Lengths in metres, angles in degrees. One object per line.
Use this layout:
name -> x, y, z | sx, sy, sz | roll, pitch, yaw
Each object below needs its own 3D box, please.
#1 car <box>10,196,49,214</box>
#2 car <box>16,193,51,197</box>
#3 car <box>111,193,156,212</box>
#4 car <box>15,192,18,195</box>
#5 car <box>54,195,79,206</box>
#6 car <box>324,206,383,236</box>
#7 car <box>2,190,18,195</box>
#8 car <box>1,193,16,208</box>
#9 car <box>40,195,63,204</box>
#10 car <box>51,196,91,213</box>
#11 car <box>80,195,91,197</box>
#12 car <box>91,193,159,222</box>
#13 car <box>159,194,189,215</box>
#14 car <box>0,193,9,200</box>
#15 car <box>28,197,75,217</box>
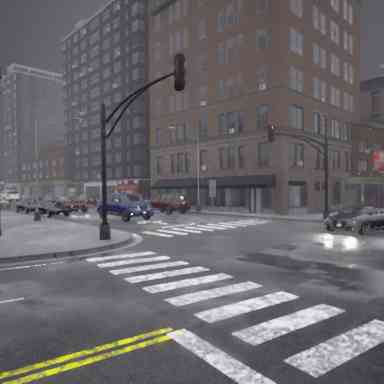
car -> -16.191, 1.377, 33.155 | 1.947, 1.339, 4.313 | 0, 1, -44
car -> -19.348, 1.219, 40.396 | 1.837, 1.490, 4.892 | -1, 1, -44
car -> -6.239, 1.050, 35.123 | 2.192, 1.841, 5.009 | 0, 1, -44
car -> -29.207, 1.048, 58.885 | 1.802, 1.307, 4.206 | 0, 1, -44
car -> -17.723, 1.186, 47.005 | 1.802, 1.307, 4.206 | 0, 1, -44
car -> 9.122, 1.480, 18.144 | 4.181, 1.385, 1.994 | -1, 1, -35
car -> -31.881, 0.714, 57.941 | 2.150, 2.045, 5.566 | -1, 1, -44
car -> -23.727, 1.250, 40.950 | 1.752, 1.417, 4.829 | 0, 1, -44
car -> -21.551, 1.141, 50.965 | 1.802, 1.307, 4.206 | 0, 1, -44
car -> -12.080, 1.398, 32.857 | 1.895, 1.301, 4.718 | -1, 1, -44
car -> -13.895, 1.089, 43.044 | 1.967, 1.590, 4.097 | 0, 1, -44
car -> -5.317, 1.093, 25.857 | 2.150, 2.045, 5.566 | -1, 1, -44
car -> -2.411, 1.092, 31.163 | 2.192, 1.841, 5.009 | 0, 1, -44
car -> -40.690, 0.889, 70.764 | 1.947, 1.339, 4.313 | 0, 1, -44
car -> -12.364, 1.420, 29.196 | 1.947, 1.339, 4.313 | 0, 1, -44
